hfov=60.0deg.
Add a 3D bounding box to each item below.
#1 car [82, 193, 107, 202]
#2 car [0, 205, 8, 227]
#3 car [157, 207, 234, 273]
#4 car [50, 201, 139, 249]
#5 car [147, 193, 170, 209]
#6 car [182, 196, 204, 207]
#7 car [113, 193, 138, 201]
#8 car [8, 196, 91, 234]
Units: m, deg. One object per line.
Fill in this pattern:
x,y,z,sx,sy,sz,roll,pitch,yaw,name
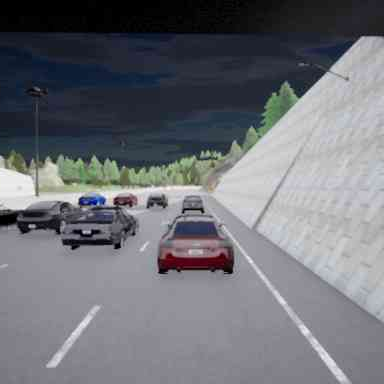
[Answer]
-10.425,0.817,35.102,1.882,1.535,5.008,0,1,0,car
-10.411,1.276,17.221,1.895,1.301,4.718,0,1,0,car
0.094,1.373,9.990,1.994,1.385,4.181,0,1,0,car
-3.409,1.296,13.268,2.033,1.411,5.357,0,1,0,car
-3.423,0.872,33.591,1.837,1.490,4.892,0,1,0,car
0.081,1.015,28.178,2.033,1.411,5.357,0,1,0,car
-6.923,0.817,35.074,1.882,1.535,5.008,0,1,0,car
-6.911,1.188,16.796,1.837,1.490,4.892,0,1,0,car
